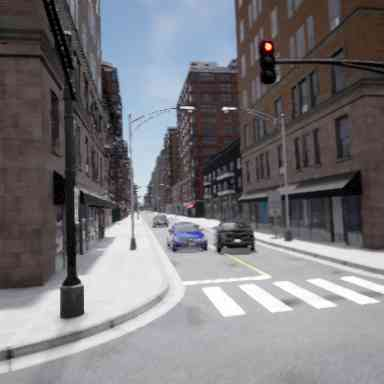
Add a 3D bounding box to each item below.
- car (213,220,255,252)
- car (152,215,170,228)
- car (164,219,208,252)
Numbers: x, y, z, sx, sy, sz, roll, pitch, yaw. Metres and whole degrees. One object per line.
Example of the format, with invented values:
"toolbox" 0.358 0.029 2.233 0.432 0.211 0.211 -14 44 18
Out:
"car" 2.208 2.287 18.255 1.882 1.535 5.008 -1 -3 1
"car" -3.877 3.611 41.159 1.837 1.490 4.892 -2 -3 -9
"car" -0.350 2.444 18.782 1.812 1.442 4.674 -2 -3 -9
